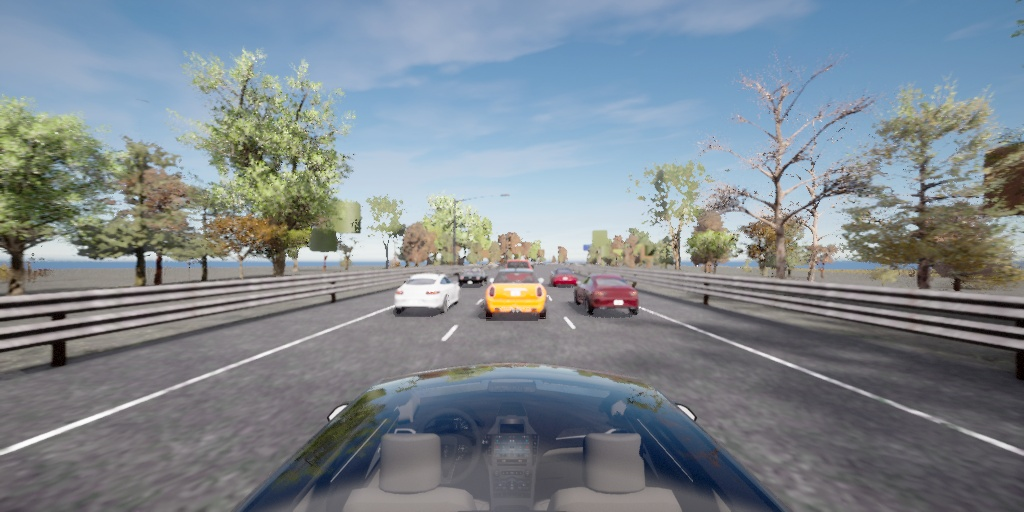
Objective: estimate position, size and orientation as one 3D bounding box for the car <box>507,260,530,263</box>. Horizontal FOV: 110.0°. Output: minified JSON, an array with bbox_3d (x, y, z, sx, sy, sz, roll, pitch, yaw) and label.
[{"bbox_3d":[0.529,1.316,27.621,2.150,2.045,5.566,0,-1,3],"label":"car"}]

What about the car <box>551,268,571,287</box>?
[{"bbox_3d":[4.092,1.675,28.773,1.994,1.385,4.181,0,-1,3],"label":"car"}]

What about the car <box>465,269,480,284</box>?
[{"bbox_3d":[-2.937,1.689,28.276,1.895,1.301,4.718,1,-1,3],"label":"car"}]

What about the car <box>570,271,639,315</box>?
[{"bbox_3d":[3.695,1.444,14.507,1.812,1.442,4.674,0,0,2],"label":"car"}]

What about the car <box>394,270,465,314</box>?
[{"bbox_3d":[-3.305,1.443,14.621,1.812,1.442,4.674,0,-1,2],"label":"car"}]

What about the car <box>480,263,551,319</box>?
[{"bbox_3d":[0.177,1.260,13.802,2.097,1.767,4.553,0,-1,2],"label":"car"}]
